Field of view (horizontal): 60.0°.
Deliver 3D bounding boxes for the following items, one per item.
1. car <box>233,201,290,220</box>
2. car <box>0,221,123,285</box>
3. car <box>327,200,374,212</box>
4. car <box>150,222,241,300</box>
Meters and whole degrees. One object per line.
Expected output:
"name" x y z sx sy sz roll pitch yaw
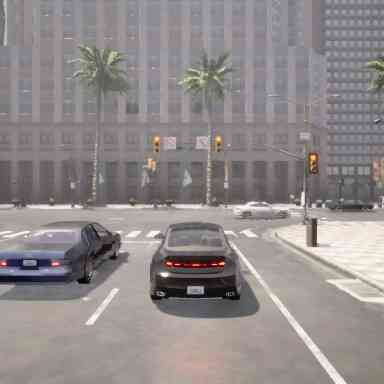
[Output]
"car" 5.795 1.526 27.773 4.674 1.442 1.812 0 0 0
"car" -3.422 1.547 9.553 2.033 1.411 5.357 0 0 0
"car" 18.217 1.601 38.437 4.718 1.301 1.895 0 0 0
"car" 0.075 1.505 8.359 1.837 1.490 4.892 0 0 0
